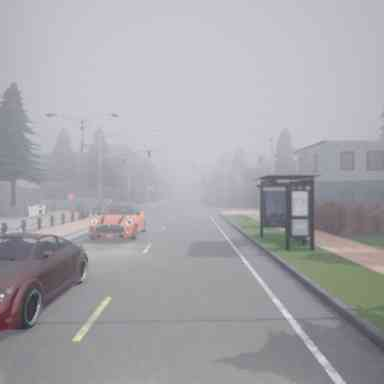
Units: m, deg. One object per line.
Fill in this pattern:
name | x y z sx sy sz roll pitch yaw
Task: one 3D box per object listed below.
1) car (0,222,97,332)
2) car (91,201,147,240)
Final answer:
car | -3.603 1.567 6.767 1.994 1.385 4.181 0 0 0
car | -3.612 1.355 16.882 2.097 1.767 4.553 0 0 0
